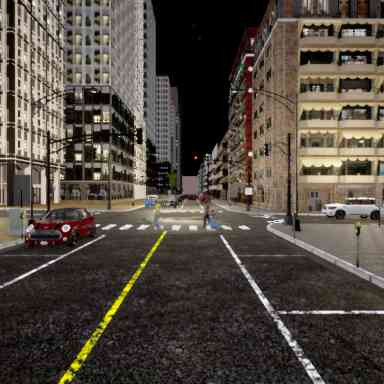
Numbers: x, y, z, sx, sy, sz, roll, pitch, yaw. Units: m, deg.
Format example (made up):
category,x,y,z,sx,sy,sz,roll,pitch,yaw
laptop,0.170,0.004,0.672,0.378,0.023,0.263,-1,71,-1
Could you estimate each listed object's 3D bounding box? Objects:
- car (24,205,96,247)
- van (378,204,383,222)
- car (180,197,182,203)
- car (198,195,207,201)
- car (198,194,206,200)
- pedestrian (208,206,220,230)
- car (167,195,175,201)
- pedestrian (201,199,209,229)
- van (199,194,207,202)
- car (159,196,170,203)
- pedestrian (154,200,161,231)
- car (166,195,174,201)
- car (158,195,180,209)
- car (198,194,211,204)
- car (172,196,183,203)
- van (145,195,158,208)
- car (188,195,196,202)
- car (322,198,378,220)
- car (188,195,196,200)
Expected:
category,x,y,z,sx,sy,sz,roll,pitch,yaw
car,-5.694,1.441,14.807,1.967,1.590,4.097,0,0,0
van,16.925,1.706,25.545,3.998,1.788,1.690,1,-1,0
car,-3.099,1.508,56.291,2.128,1.511,4.902,0,0,0
car,2.672,1.589,86.140,2.008,1.369,4.403,0,0,0
car,2.670,1.359,91.691,2.192,1.841,5.009,0,0,0
pedestrian,1.276,1.575,19.543,0.375,1.300,0.375,0,0,0
car,-5.710,1.569,91.518,1.752,1.417,4.829,0,0,0
pedestrian,0.897,1.295,20.143,0.375,1.860,0.375,0,0,0
van,2.672,1.375,80.590,1.690,1.788,3.998,0,0,0
car,-5.705,1.550,69.315,1.752,1.417,4.829,0,0,0
pedestrian,-1.931,1.295,18.943,0.375,1.860,0.375,0,0,0
car,-5.709,1.479,86.137,1.967,1.590,4.097,0,0,0
car,-3.107,1.502,46.211,2.128,1.511,4.902,0,0,0
car,2.676,1.336,63.937,2.192,1.841,5.009,0,0,0
car,-3.018,1.589,69.195,1.994,1.385,4.181,0,0,0
van,-5.701,1.352,47.281,1.690,1.788,3.998,0,0,0
car,-0.012,1.500,76.361,1.882,1.535,5.008,0,0,0
car,15.280,1.546,31.473,5.566,2.045,2.150,1,0,-2
car,-0.015,1.484,86.814,1.895,1.301,4.718,0,0,0
